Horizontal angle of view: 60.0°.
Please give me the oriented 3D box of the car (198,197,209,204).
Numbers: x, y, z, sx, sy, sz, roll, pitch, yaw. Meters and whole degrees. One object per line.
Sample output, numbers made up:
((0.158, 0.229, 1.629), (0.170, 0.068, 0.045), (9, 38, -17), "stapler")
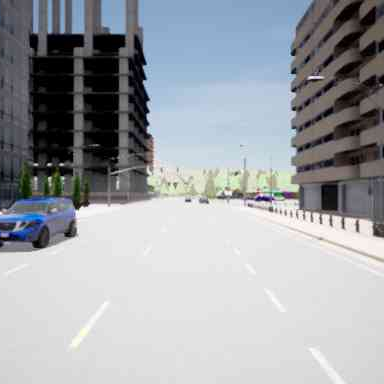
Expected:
((2.714, 1.902, 71.734), (2.033, 1.411, 5.357), (0, 0, -1), "car")

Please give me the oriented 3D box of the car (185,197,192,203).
((-0.943, 1.956, 82.064), (2.033, 1.411, 5.357), (0, 0, -1), "car")

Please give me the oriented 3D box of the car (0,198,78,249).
((-7.104, 1.308, 15.382), (2.150, 2.045, 5.566), (0, 0, 0), "car")

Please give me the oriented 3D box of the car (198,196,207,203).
((2.556, 1.884, 82.125), (1.882, 1.535, 5.008), (0, 0, -1), "car")
